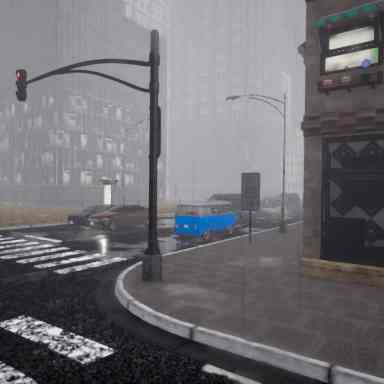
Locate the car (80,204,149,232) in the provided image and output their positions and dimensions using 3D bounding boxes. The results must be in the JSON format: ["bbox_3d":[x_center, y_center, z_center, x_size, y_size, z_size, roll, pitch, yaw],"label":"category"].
[{"bbox_3d":[-4.092,1.466,20.149,1.812,1.442,4.674,1,1,37],"label":"car"}]

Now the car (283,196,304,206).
[{"bbox_3d":[16.299,1.363,53.326,1.752,1.417,4.829,1,1,35],"label":"car"}]

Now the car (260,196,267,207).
[{"bbox_3d":[9.989,1.293,44.443,1.967,1.590,4.097,1,1,35],"label":"car"}]

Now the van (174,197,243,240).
[{"bbox_3d":[0.801,1.368,17.037,1.690,1.788,3.998,1,1,35],"label":"van"}]

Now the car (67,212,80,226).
[{"bbox_3d":[-6.033,1.467,21.893,1.947,1.339,4.313,1,1,35],"label":"car"}]

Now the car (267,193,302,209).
[{"bbox_3d":[12.186,1.116,42.988,2.150,2.045,5.566,1,0,36],"label":"car"}]

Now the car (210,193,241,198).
[{"bbox_3d":[2.695,1.138,29.695,2.150,2.045,5.566,1,1,35],"label":"car"}]
